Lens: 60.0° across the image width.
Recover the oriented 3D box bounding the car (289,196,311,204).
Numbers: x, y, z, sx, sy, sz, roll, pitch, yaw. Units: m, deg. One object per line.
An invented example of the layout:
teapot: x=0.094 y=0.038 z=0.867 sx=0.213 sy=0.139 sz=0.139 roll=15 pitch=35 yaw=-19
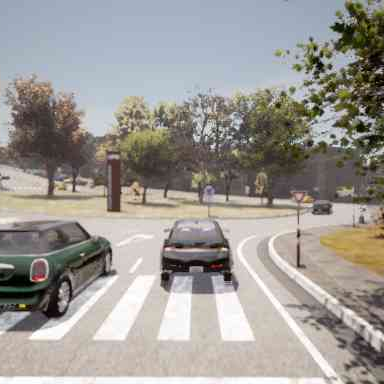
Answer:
car: x=19.397 y=1.273 z=59.302 sx=1.882 sy=1.535 sz=5.008 roll=0 pitch=1 yaw=-20

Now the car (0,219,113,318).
car: x=-3.345 y=1.414 z=7.752 sx=2.097 sy=1.767 sz=4.553 roll=0 pitch=0 yaw=1

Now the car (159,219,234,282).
car: x=0.138 y=1.567 z=10.024 sx=2.128 sy=1.511 sz=4.902 roll=0 pitch=0 yaw=1

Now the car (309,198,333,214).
car: x=15.122 y=1.686 z=38.539 sx=1.837 sy=1.490 sz=4.892 roll=2 pitch=2 yaw=27
